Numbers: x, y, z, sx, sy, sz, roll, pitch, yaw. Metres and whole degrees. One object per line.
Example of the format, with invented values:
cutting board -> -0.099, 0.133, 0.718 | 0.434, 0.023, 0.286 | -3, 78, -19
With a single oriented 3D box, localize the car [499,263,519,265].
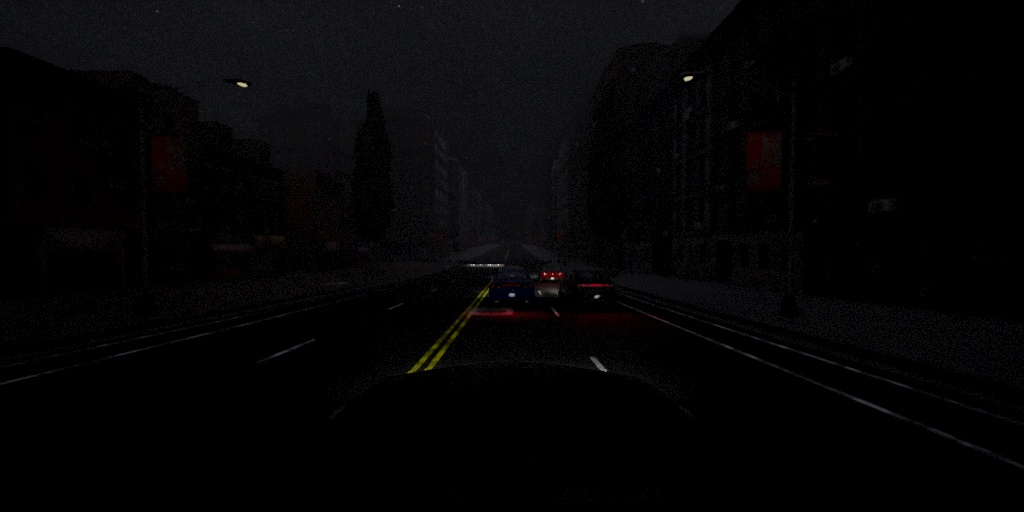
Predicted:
car -> 0.010, 1.404, 31.233 | 1.812, 1.442, 4.674 | 0, 0, 0

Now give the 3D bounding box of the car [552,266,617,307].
car -> 3.257, 1.362, 16.142 | 2.128, 1.511, 4.902 | 0, 0, 0

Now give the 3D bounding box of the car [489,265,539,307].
car -> 0.009, 1.348, 16.318 | 1.882, 1.535, 5.008 | 0, 0, 0

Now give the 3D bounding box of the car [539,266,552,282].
car -> 3.257, 1.480, 30.935 | 1.895, 1.301, 4.718 | 0, 0, 0
